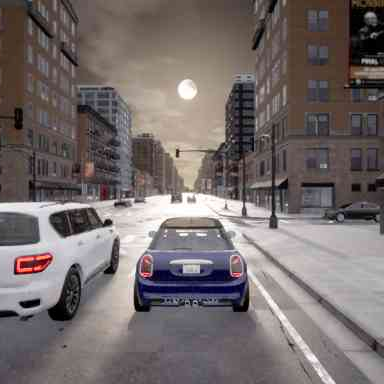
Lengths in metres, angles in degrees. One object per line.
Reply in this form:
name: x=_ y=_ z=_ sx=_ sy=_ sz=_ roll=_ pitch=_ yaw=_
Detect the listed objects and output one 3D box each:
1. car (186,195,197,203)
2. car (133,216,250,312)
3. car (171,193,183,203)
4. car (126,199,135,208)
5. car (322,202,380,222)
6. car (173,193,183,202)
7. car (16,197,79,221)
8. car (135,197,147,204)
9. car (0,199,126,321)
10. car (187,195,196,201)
car: x=-0.090 y=1.473 z=69.248 sx=2.128 sy=1.511 sz=4.902 roll=0 pitch=0 yaw=0
car: x=-0.003 y=1.351 z=7.864 sx=2.097 sy=1.767 sz=4.553 roll=0 pitch=0 yaw=0
car: x=-3.254 y=1.203 z=69.992 sx=2.150 sy=2.045 sz=5.566 roll=0 pitch=0 yaw=0
car: x=-9.909 y=1.592 z=47.797 sx=1.895 sy=1.301 sz=4.718 roll=0 pitch=0 yaw=0
car: x=12.688 y=1.542 z=25.901 sx=4.892 sy=1.490 sz=1.837 roll=0 pitch=0 yaw=2
car: x=-3.354 y=1.202 z=80.382 sx=2.150 sy=2.045 sz=5.566 roll=0 pitch=0 yaw=0
car: x=-12.158 y=1.366 z=28.297 sx=2.097 sy=1.767 sz=4.553 roll=-1 pitch=0 yaw=31
car: x=-9.885 y=1.549 z=63.563 sx=1.994 sy=1.385 sz=4.181 roll=0 pitch=0 yaw=0
car: x=-3.158 y=1.222 z=7.407 sx=2.150 sy=2.045 sz=5.566 roll=0 pitch=0 yaw=0
car: x=-0.103 y=1.443 z=79.697 sx=1.895 sy=1.301 sz=4.718 roll=0 pitch=0 yaw=0
